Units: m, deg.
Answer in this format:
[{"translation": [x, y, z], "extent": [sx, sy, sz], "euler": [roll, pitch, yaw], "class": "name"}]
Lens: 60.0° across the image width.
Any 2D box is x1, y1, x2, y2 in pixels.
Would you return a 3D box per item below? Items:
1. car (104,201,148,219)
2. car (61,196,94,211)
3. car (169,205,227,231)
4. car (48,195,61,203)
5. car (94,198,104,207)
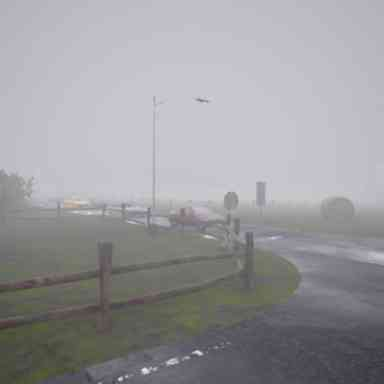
[{"translation": [-5.604, 1.579, 28.797], "extent": [1.895, 1.301, 4.718], "euler": [0, 0, -36], "class": "car"}, {"translation": [-13.882, 1.356, 40.203], "extent": [1.882, 1.535, 5.008], "euler": [0, 1, -36], "class": "car"}, {"translation": [0.270, 1.573, 20.712], "extent": [1.812, 1.442, 4.674], "euler": [0, 0, -36], "class": "car"}, {"translation": [-24.123, 1.265, 59.258], "extent": [2.033, 1.411, 5.357], "euler": [0, 0, -36], "class": "car"}, {"translation": [-12.814, 1.464, 43.706], "extent": [1.895, 1.301, 4.718], "euler": [0, 0, -36], "class": "car"}]
